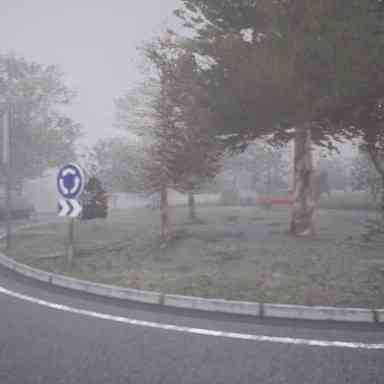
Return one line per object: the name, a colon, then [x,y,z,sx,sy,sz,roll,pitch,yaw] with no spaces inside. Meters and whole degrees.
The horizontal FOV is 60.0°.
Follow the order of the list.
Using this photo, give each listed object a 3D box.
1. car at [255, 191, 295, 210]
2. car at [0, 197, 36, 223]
car: [9.441,0.907,34.461,5.566,2.045,2.150,1,0,23]
car: [-12.243,1.128,21.372,2.097,1.767,4.553,1,0,13]
